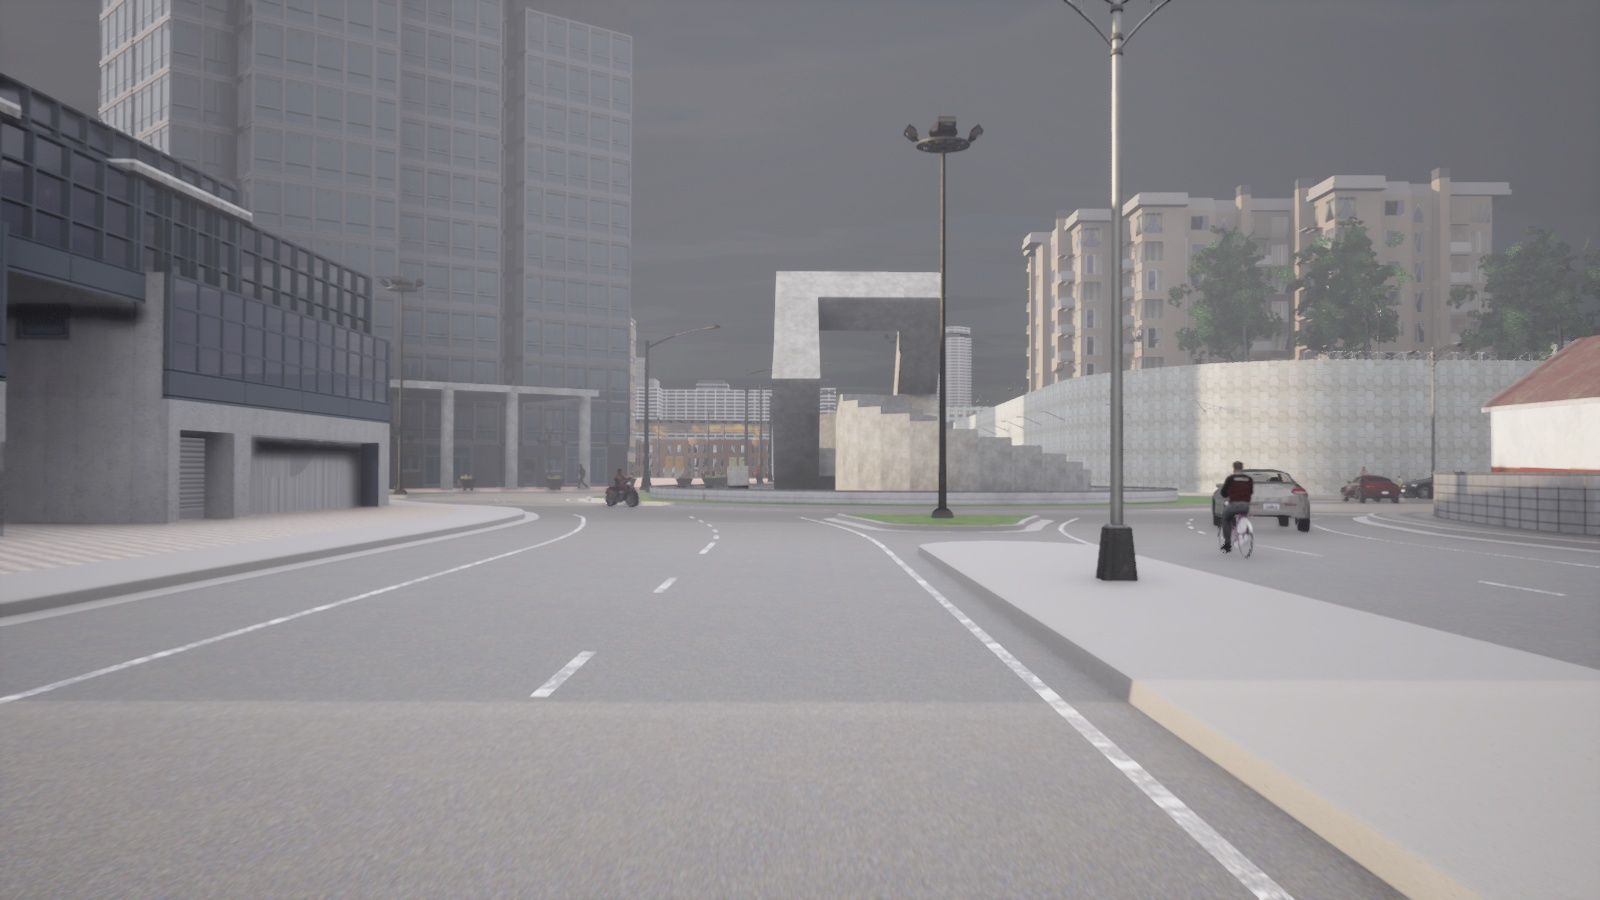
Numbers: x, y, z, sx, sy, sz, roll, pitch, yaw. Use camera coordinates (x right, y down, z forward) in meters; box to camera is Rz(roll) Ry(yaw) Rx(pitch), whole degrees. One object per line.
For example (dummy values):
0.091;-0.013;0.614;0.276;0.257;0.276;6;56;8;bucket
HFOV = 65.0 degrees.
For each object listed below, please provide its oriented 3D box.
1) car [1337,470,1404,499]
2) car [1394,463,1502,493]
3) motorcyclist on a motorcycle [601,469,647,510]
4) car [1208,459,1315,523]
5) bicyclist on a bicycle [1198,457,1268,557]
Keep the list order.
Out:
29.440;1.756;64.952;1.812;1.442;4.674;0;-1;7;car
36.795;1.584;71.435;5.027;1.651;2.152;0;-1;2;car
-7.292;1.621;51.978;0.766;1.649;2.350;1;-1;-40;motorcyclist on a motorcycle
12.784;1.100;35.087;2.152;1.651;5.027;0;-1;13;car
7.963;1.021;23.167;0.659;1.776;1.843;0;-1;1;bicyclist on a bicycle
